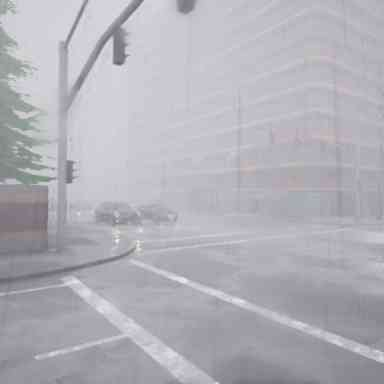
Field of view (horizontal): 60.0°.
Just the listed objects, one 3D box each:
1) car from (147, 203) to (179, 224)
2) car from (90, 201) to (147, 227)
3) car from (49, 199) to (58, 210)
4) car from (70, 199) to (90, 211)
[{"bbox_3d":[-2.909,1.666,26.667,2.128,1.511,4.902,1,0,-35],"label":"car"},{"bbox_3d":[-5.448,1.498,24.199,2.097,1.767,4.553,1,0,-35],"label":"car"},{"bbox_3d":[-17.959,1.652,42.071,1.837,1.490,4.892,1,0,-35],"label":"car"},{"bbox_3d":[-14.427,1.706,43.138,1.812,1.442,4.674,1,0,-35],"label":"car"}]
